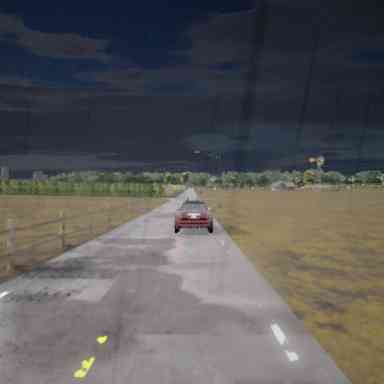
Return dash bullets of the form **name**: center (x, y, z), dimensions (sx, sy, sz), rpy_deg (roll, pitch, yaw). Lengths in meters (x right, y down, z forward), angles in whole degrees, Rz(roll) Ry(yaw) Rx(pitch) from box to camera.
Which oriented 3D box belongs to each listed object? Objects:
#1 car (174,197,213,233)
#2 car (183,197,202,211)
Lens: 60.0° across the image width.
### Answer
- **car**: center (0.097, 1.321, 19.674), dimensions (2.097, 1.767, 4.553), rpy_deg (0, 0, 0)
- **car**: center (0.093, 1.397, 40.075), dimensions (2.128, 1.511, 4.902), rpy_deg (0, 0, 0)
